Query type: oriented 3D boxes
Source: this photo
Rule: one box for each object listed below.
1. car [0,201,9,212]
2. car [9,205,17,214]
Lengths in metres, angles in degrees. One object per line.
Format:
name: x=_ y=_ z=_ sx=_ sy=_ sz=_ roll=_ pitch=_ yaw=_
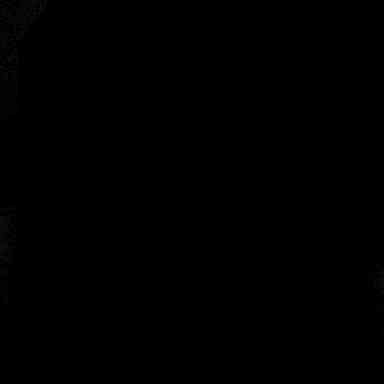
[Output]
car: x=-19.368 y=1.181 z=29.152 sx=2.192 sy=1.841 sz=5.009 roll=0 pitch=-1 yaw=36
car: x=-16.225 y=1.525 z=33.541 sx=1.802 sy=1.307 sz=4.206 roll=0 pitch=-1 yaw=36
